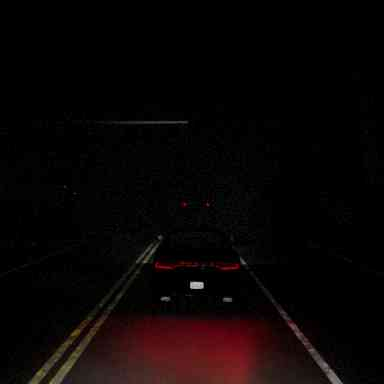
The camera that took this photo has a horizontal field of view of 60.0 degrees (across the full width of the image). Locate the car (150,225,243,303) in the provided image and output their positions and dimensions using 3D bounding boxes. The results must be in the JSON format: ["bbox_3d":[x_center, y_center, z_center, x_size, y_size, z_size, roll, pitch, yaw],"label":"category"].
[{"bbox_3d":[0.096,1.593,8.568,1.882,1.535,5.008,1,-1,0],"label":"car"}]
